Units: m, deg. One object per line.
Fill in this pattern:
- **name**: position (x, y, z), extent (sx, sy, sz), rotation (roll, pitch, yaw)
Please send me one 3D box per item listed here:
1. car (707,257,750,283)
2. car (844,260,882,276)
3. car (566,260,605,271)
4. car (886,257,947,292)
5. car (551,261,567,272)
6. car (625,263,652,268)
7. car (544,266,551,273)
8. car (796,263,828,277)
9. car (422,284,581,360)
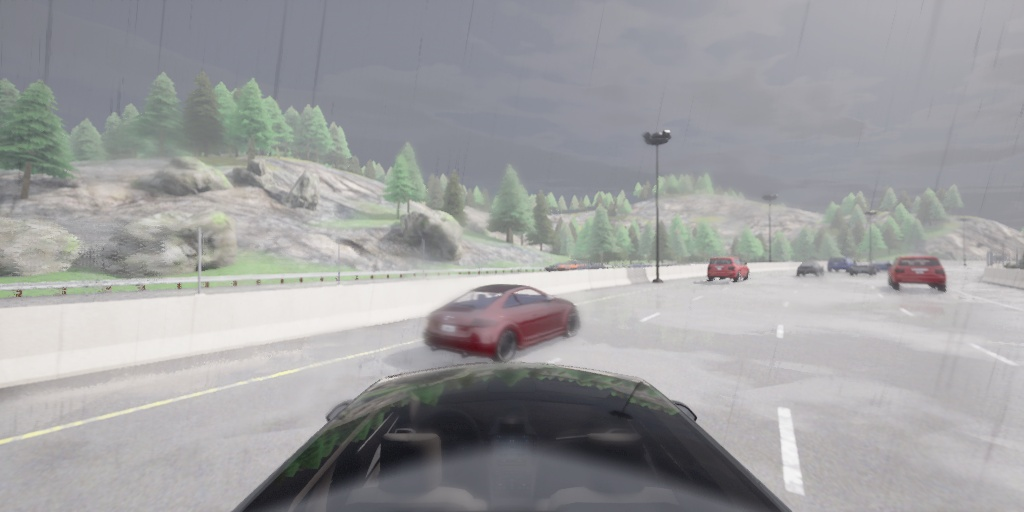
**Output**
- **car**: position (18.350, 1.136, 30.384), extent (2.150, 2.045, 5.566), rotation (-1, 0, 44)
- **car**: position (39.065, 1.456, 39.846), extent (4.902, 1.511, 2.128), rotation (0, 0, -39)
- **car**: position (8.779, 1.467, 40.814), extent (2.128, 1.511, 4.902), rotation (0, -1, 45)
- **car**: position (25.537, 1.089, 22.703), extent (2.150, 2.045, 5.566), rotation (0, -1, 44)
- **car**: position (7.409, 1.346, 44.393), extent (4.553, 1.767, 2.097), rotation (0, 0, -45)
- **car**: position (14.685, 1.527, 41.759), extent (5.357, 1.411, 2.033), rotation (0, 0, -44)
- **car**: position (6.677, 1.567, 48.603), extent (5.357, 1.411, 2.033), rotation (0, 0, -44)
- **car**: position (32.164, 1.463, 38.602), extent (4.892, 1.490, 1.837), rotation (0, -1, -41)
- **car**: position (-0.029, 1.352, 8.418), extent (1.994, 1.385, 4.181), rotation (0, 0, 36)
